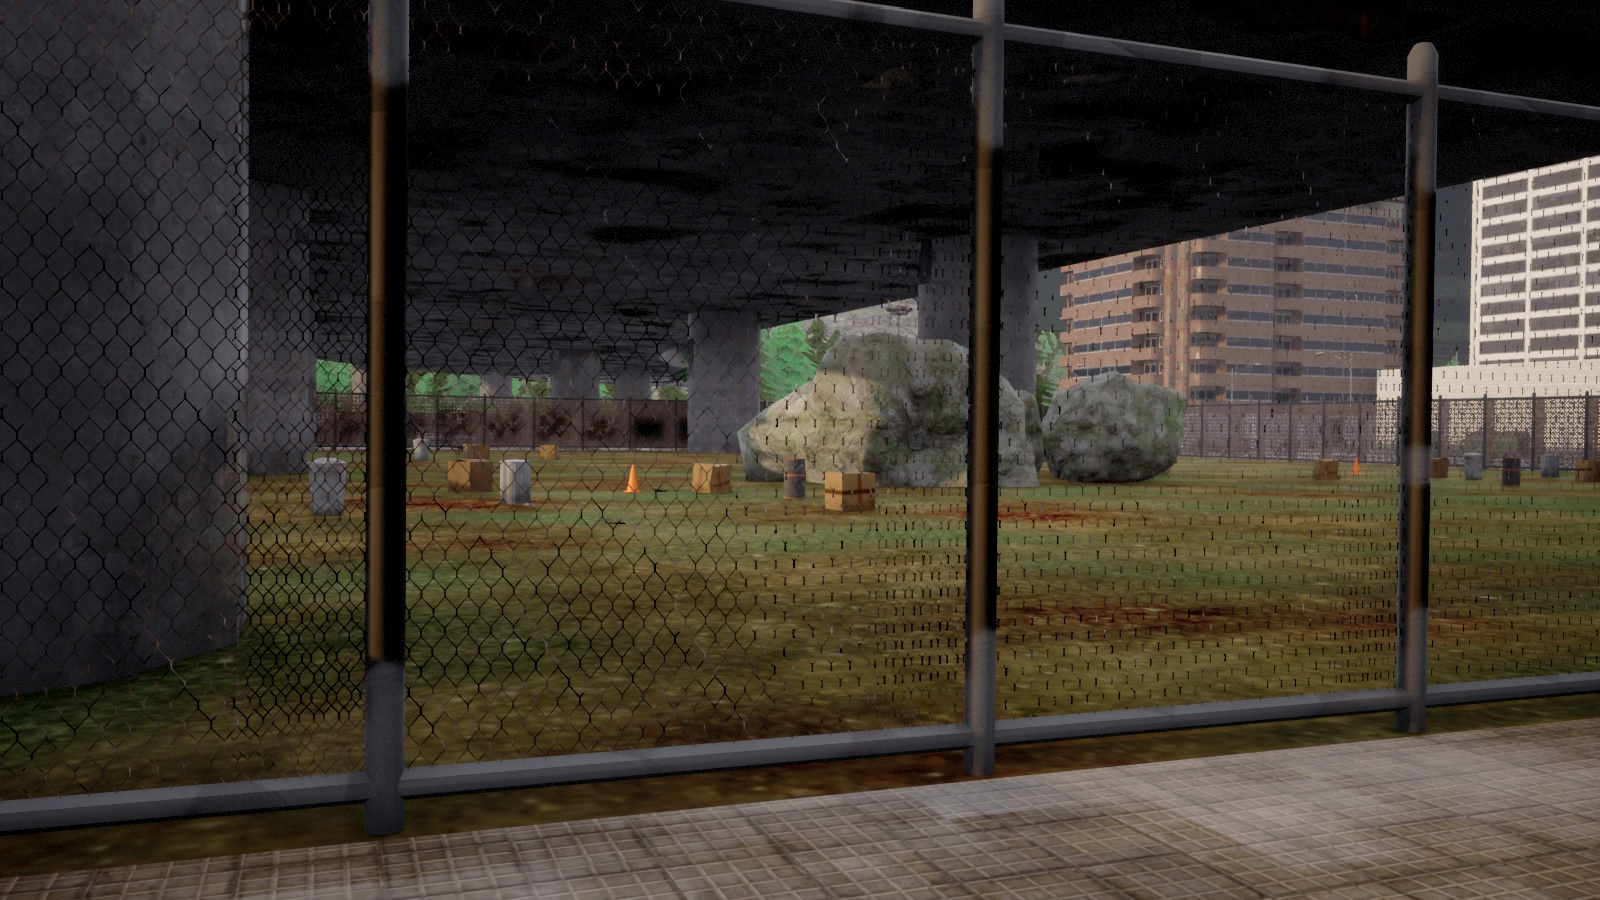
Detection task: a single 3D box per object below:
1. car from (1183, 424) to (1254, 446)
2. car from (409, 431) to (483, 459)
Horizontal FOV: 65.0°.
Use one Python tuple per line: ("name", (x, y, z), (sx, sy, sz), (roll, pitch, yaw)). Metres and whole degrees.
("car", (29.137, -1.041, 87.600), (2.128, 1.511, 4.902), (-1, 1, -21))
("car", (-21.813, -0.327, 77.388), (3.988, 1.617, 1.851), (-1, 1, -30))
